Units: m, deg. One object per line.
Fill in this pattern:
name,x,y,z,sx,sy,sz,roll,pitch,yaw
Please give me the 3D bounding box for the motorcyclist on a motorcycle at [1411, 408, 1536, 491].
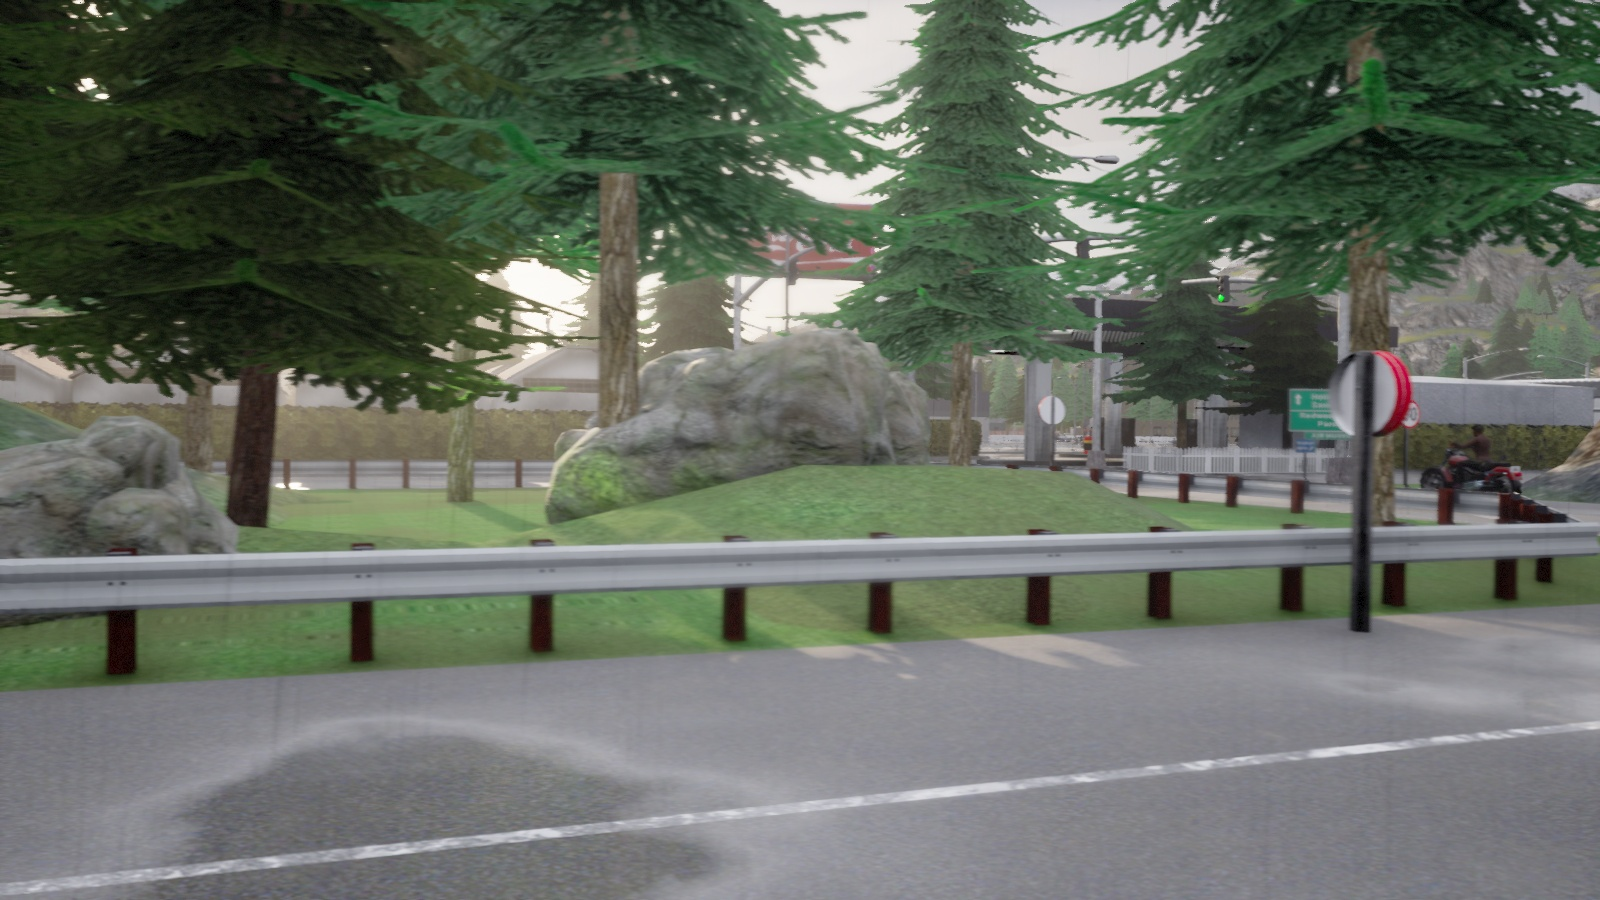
motorcyclist on a motorcycle,13.923,-0.022,26.063,0.766,1.649,2.350,-1,1,-21
